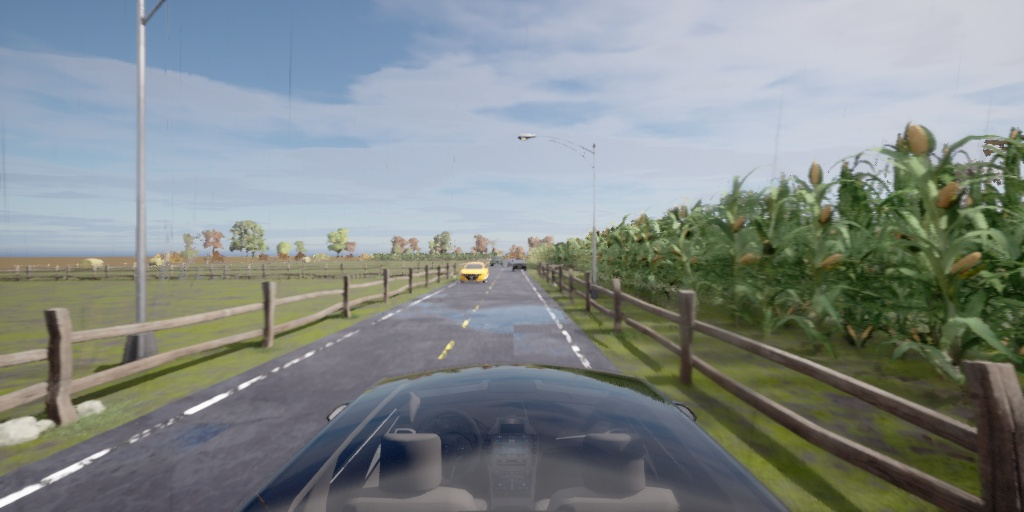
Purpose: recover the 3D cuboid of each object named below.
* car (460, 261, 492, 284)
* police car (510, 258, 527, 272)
[{"bbox_3d":[-2.840,1.238,27.710,1.882,1.535,5.008,0,0,0],"label":"car"},{"bbox_3d":[0.974,1.196,48.052,1.930,1.638,5.238,0,0,0],"label":"police car"}]
